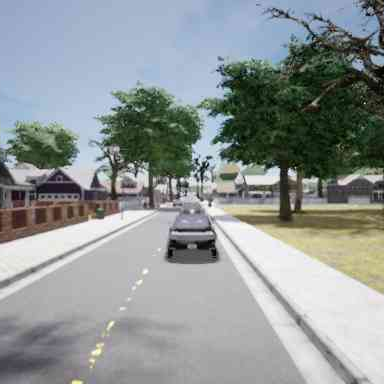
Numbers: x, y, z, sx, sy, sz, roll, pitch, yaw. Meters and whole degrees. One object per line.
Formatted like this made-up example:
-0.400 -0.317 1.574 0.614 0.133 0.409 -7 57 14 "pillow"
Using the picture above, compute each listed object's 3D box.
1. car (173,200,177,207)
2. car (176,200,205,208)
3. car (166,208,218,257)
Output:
-2.733 2.178 64.676 2.033 1.411 5.357 0 -1 0 "car"
0.028 1.630 28.434 2.097 1.767 4.553 0 -1 0 "car"
0.022 1.626 13.514 2.128 1.511 4.902 0 0 0 "car"
